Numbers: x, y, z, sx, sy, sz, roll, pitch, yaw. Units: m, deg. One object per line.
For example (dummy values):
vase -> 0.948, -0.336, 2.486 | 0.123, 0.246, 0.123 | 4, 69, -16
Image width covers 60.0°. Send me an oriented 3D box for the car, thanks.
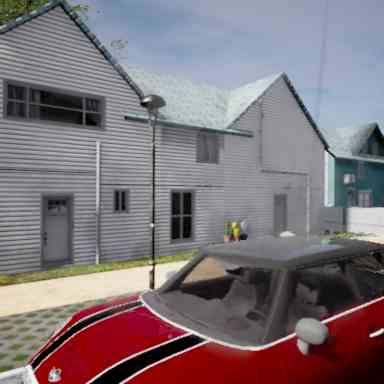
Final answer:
car -> 0.689, 1.363, 3.562 | 4.553, 1.767, 2.097 | 0, 0, -36
